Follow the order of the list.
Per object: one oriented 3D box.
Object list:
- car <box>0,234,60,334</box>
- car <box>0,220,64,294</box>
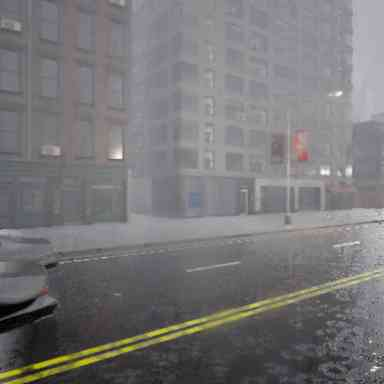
[{"bbox_3d":[-4.675,1.546,4.332,5.357,1.411,2.033,0,0,-35],"label":"car"},{"bbox_3d":[-5.904,1.546,7.443,5.357,1.411,2.033,0,0,-35],"label":"car"}]
